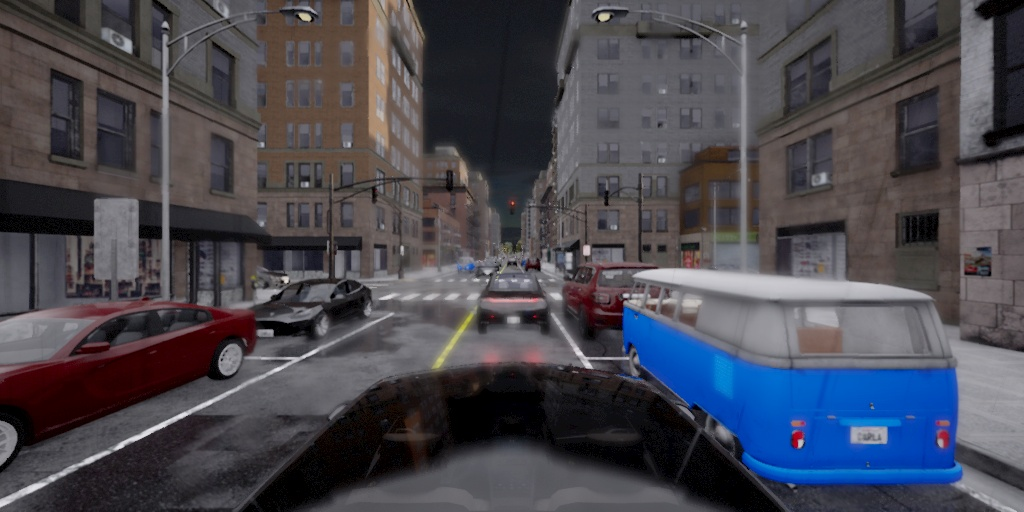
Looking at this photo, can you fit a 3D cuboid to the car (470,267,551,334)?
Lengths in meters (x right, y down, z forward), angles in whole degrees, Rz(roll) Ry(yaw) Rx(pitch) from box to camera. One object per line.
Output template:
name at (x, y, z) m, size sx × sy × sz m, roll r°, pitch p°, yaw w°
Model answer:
car at (0.056, 1.238, 10.554) m, size 2.128 × 1.511 × 4.902 m, roll 0°, pitch 0°, yaw 0°

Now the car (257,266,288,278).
car at (-16.228, 1.297, 21.894) m, size 4.902 × 1.511 × 2.128 m, roll 0°, pitch 0°, yaw 0°

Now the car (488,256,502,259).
car at (-2.813, 1.078, 47.951) m, size 2.097 × 1.767 × 4.553 m, roll 0°, pitch 0°, yaw 0°

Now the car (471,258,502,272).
car at (-2.389, 1.227, 32.803) m, size 2.128 × 1.511 × 4.902 m, roll 0°, pitch 0°, yaw -8°

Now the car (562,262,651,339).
car at (2.648, 1.061, 10.013) m, size 2.192 × 1.841 × 5.009 m, roll 0°, pitch 0°, yaw 0°

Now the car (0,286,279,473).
car at (-5.381, 1.294, 4.507) m, size 1.888 × 1.381 × 4.507 m, roll 0°, pitch 0°, yaw 0°

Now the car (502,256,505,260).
car at (-2.765, 1.223, 63.692) m, size 1.837 × 1.490 × 4.892 m, roll 0°, pitch 0°, yaw 0°

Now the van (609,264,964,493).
van at (2.644, 1.090, 4.501) m, size 1.690 × 1.789 × 3.998 m, roll 0°, pitch 0°, yaw 0°

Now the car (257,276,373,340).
car at (-5.378, 1.312, 10.017) m, size 1.948 × 1.339 × 4.313 m, roll 0°, pitch 0°, yaw 0°

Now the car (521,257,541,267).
car at (2.739, 1.041, 47.384) m, size 2.192 × 1.841 × 5.009 m, roll 0°, pitch 0°, yaw 0°

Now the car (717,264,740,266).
car at (14.674, 1.233, 24.877) m, size 4.181 × 1.385 × 1.994 m, roll 0°, pitch 0°, yaw 0°

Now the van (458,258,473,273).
van at (-5.377, 1.071, 41.981) m, size 1.690 × 1.789 × 3.998 m, roll 0°, pitch 0°, yaw 0°
